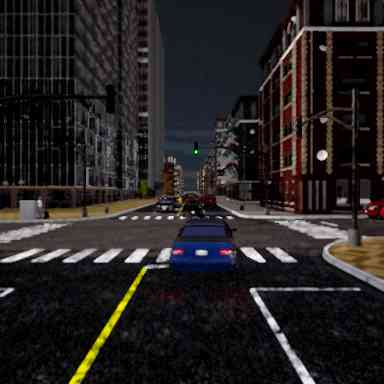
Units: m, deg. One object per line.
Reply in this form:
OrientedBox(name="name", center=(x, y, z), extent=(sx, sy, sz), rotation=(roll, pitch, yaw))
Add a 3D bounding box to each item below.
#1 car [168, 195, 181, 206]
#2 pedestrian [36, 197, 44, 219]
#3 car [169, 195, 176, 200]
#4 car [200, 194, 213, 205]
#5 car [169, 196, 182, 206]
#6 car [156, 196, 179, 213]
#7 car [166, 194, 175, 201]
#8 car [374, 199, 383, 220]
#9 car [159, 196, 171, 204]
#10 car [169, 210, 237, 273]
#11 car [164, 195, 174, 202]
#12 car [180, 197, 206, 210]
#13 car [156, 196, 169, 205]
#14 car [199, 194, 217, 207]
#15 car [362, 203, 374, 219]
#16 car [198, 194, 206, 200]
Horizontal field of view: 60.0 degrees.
OrientedBox(name="car", center=(-2.823, 1.499, 46.394), extent=(1.812, 1.442, 4.674), rotation=(0, 0, 0))
OrientedBox(name="pedestrian", center=(-12.351, 1.252, 27.113), extent=(0.375, 1.860, 0.375), rotation=(0, 1, -1))
OrientedBox(name="car", center=(-5.456, 1.531, 93.668), extent=(1.802, 1.307, 4.206), rotation=(0, 0, 0))
OrientedBox(name="car", center=(2.557, 1.281, 60.111), extent=(2.192, 1.841, 5.009), rotation=(0, 0, 0))
OrientedBox(name="car", center=(-2.756, 1.445, 56.880), extent=(1.882, 1.535, 5.008), rotation=(0, 0, 0))
OrientedBox(name="car", center=(-2.847, 1.470, 36.767), extent=(2.128, 1.511, 4.902), rotation=(0, 0, 0))
OrientedBox(name="car", center=(-5.372, 1.395, 82.480), extent=(1.967, 1.590, 4.097), rotation=(0, 0, 0))
OrientedBox(name="car", center=(15.617, 0.989, 22.013), extent=(5.566, 2.045, 2.150), rotation=(-1, 0, -1))
OrientedBox(name="car", center=(-5.323, 1.508, 65.703), extent=(1.887, 1.381, 4.507), rotation=(0, 0, 0))
OrientedBox(name="car", center=(0.464, 1.541, 10.684), extent=(2.033, 1.411, 5.357), rotation=(-1, 0, 5))
OrientedBox(name="car", center=(-5.324, 1.508, 76.889), extent=(2.008, 1.369, 4.403), rotation=(0, 0, 0))
OrientedBox(name="car", center=(0.092, 1.487, 31.352), extent=(1.837, 1.490, 4.892), rotation=(0, 0, 0))
OrientedBox(name="car", center=(-5.323, 1.516, 60.110), extent=(2.008, 1.369, 4.403), rotation=(0, 0, 0))
OrientedBox(name="car", center=(2.558, 1.287, 48.925), extent=(2.192, 1.841, 5.009), rotation=(0, 0, 0))
OrientedBox(name="car", center=(15.311, 1.079, 24.470), extent=(5.009, 1.841, 2.192), rotation=(-1, 1, -1))
OrientedBox(name="car", center=(2.684, 1.390, 91.682), extent=(1.967, 1.590, 4.097), rotation=(0, 0, 0))
